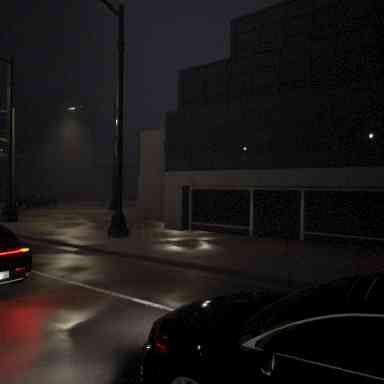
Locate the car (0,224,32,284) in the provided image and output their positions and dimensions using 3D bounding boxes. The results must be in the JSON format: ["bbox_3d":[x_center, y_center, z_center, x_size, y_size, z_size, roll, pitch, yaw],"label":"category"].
[{"bbox_3d":[-5.826,1.415,8.121,4.892,1.490,1.837,1,0,35],"label":"car"}]

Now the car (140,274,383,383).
[{"bbox_3d":[1.703,1.503,2.780,4.892,1.490,1.837,0,0,36],"label":"car"}]

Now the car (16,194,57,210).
[{"bbox_3d":[-16.572,1.039,34.770,1.837,1.490,4.892,1,1,36],"label":"car"}]
